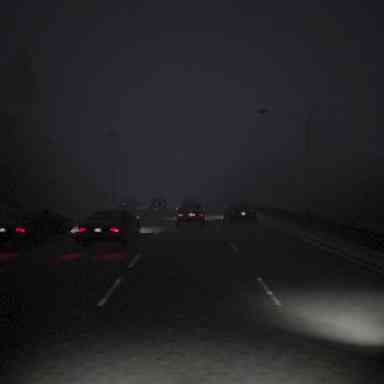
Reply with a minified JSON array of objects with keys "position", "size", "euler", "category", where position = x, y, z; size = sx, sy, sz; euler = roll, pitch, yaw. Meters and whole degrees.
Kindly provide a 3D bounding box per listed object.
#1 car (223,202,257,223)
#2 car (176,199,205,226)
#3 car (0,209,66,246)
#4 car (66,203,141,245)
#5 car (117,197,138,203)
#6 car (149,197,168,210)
[{"position":[3.395,1.411,24.154],"size":[1.994,1.385,4.181],"euler":[0,0,-1],"category":"car"},{"position":[-0.089,1.407,22.347],"size":[2.033,1.411,5.357],"euler":[0,0,-1],"category":"car"},{"position":[-7.020,1.456,14.830],"size":[2.033,1.411,5.357],"euler":[0,0,-1],"category":"car"},{"position":[-3.520,1.455,14.838],"size":[2.033,1.411,5.357],"euler":[0,0,-1],"category":"car"},{"position":[-7.285,1.313,37.764],"size":[2.033,1.411,5.357],"euler":[0,0,-2],"category":"car"},{"position":[-3.785,1.312,37.779],"size":[2.033,1.411,5.357],"euler":[0,0,-2],"category":"car"}]
